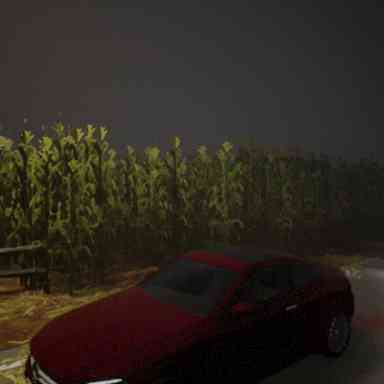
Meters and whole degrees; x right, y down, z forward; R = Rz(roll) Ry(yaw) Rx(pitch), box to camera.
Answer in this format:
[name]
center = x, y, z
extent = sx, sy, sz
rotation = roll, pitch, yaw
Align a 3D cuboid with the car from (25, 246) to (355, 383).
[car]
center = 0.408, 1.521, 4.383
extent = 4.674, 1.442, 1.812
rotation = 0, 0, -38
